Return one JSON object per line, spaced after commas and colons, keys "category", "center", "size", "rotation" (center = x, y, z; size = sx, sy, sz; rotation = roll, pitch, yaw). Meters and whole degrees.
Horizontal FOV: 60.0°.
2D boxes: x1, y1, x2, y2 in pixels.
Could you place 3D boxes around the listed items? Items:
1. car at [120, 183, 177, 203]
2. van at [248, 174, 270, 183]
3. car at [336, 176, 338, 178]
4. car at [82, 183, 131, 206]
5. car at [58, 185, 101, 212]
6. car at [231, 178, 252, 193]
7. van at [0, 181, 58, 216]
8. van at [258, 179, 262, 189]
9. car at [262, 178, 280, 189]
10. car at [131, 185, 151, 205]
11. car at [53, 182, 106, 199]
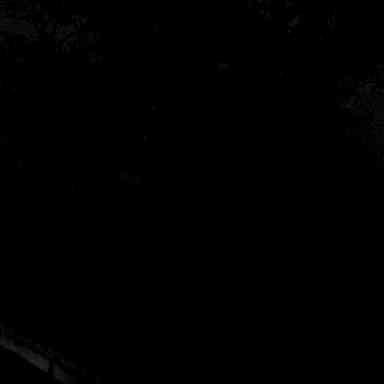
{"category": "car", "center": [-3.927, 0.018, 29.708], "size": [4.892, 1.521, 2.231], "rotation": [3, 5, 37]}
{"category": "van", "center": [15.447, -3.191, 76.706], "size": [4.442, 1.987, 1.878], "rotation": [3, 5, 37]}
{"category": "car", "center": [31.212, -3.202, 76.108], "size": [5.566, 2.045, 2.435], "rotation": [3, 5, 37]}
{"category": "car", "center": [-7.417, 0.289, 25.399], "size": [5.366, 1.575, 1.946], "rotation": [3, 5, 37]}
{"category": "car", "center": [-8.920, 0.471, 23.061], "size": [4.792, 1.488, 2.163], "rotation": [3, 5, 37]}
{"category": "car", "center": [4.446, -0.643, 40.758], "size": [4.674, 1.452, 2.002], "rotation": [3, 5, 37]}
{"category": "van", "center": [-10.710, 0.352, 20.925], "size": [4.442, 1.987, 1.878], "rotation": [3, 5, 37]}
{"category": "van", "center": [6.215, -1.043, 42.878], "size": [4.442, 1.987, 1.878], "rotation": [3, 5, 37]}
{"category": "car", "center": [9.447, -1.072, 47.400], "size": [4.792, 1.488, 2.163], "rotation": [3, 5, 37]}
{"category": "car", "center": [-5.572, 0.189, 27.480], "size": [4.792, 1.488, 2.163], "rotation": [3, 5, 37]}
{"category": "car", "center": [-11.374, -0.224, 33.825], "size": [1.837, 1.490, 4.892], "rotation": [3, 5, 37]}
